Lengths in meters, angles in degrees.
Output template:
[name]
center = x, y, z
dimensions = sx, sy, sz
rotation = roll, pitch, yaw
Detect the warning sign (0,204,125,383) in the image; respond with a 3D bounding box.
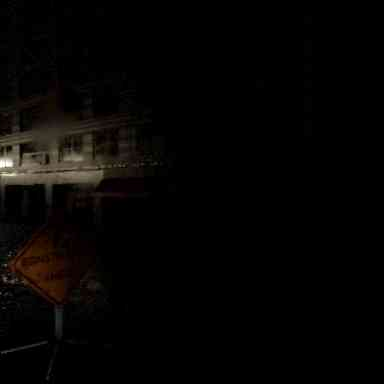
[warning sign]
center = -1.720, 1.122, 4.301
dimensions = 1.060, 1.860, 1.300
rotation = 0, 0, 35
